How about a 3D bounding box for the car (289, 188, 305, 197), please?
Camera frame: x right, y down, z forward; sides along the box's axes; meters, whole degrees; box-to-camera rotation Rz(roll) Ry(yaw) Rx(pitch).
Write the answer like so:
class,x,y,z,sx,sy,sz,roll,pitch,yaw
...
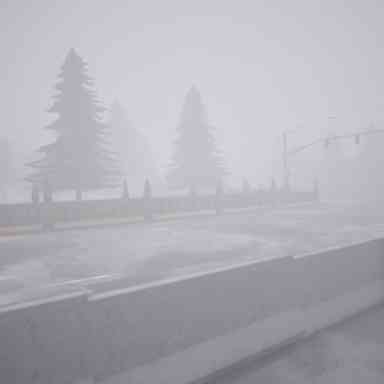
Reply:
class,x,y,z,sx,sy,sz,roll,pitch,yaw
car,15.303,0.140,48.160,1.812,1.442,4.674,-3,2,-35
